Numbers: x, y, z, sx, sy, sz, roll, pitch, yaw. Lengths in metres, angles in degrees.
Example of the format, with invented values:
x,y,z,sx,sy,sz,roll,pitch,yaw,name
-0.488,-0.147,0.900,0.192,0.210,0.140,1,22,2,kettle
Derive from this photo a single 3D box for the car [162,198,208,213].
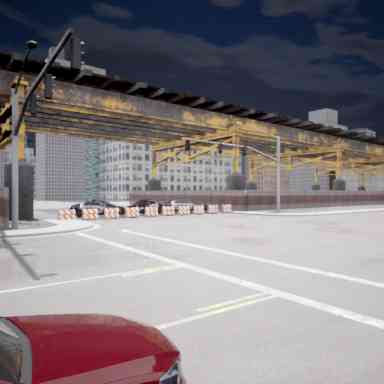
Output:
x,y,z,sx,sy,sz,roll,pitch,yaw,name
-0.804,1.452,36.824,4.974,1.542,2.038,0,0,-7,car

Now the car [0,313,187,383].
x,y,z,sx,sy,sz,roll,pitch,yaw,name
-2.195,1.526,2.201,4.674,1.442,1.812,0,0,-35,car

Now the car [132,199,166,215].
x,y,z,sx,sy,sz,roll,pitch,yaw,name
-4.703,1.452,33.052,2.038,1.542,4.974,0,0,18,car

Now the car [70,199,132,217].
x,y,z,sx,sy,sz,roll,pitch,yaw,name
-8.440,1.452,30.356,4.974,1.542,2.038,0,0,8,car

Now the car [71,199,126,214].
x,y,z,sx,sy,sz,roll,pitch,yaw,name
-8.491,1.295,30.363,4.536,1.218,1.853,0,0,8,car

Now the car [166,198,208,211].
x,y,z,sx,sy,sz,roll,pitch,yaw,name
-0.855,1.295,36.817,4.536,1.218,1.853,0,0,-7,car

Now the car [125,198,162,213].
x,y,z,sx,sy,sz,roll,pitch,yaw,name
-4.687,1.295,33.102,1.853,1.218,4.536,0,0,18,car
